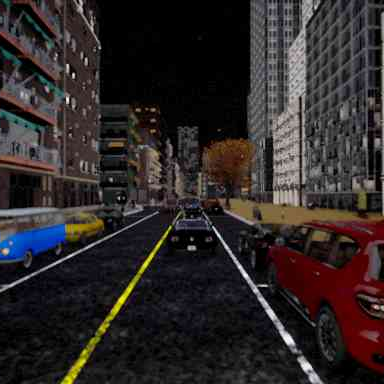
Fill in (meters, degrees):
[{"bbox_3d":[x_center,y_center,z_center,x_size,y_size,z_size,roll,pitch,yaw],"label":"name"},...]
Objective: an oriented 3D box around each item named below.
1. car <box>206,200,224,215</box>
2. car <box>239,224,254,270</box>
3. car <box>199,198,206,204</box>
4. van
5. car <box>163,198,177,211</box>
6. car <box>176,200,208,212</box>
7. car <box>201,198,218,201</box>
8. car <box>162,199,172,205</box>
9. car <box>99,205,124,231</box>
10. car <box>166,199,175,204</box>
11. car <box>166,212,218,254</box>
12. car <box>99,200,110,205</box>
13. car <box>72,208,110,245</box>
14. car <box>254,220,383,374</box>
[{"bbox_3d":[2.685,1.953,38.804,1.947,1.339,4.313,0,-1,0],"label":"car"},{"bbox_3d":[2.691,1.674,11.191,1.947,1.339,4.313,0,-1,0],"label":"car"},{"bbox_3d":[2.674,2.445,87.948,1.752,1.417,4.829,0,-1,0],"label":"car"},{"bbox_3d":[-5.690,1.449,11.192,1.690,1.788,3.998,0,-1,0],"label":"van"},{"bbox_3d":[-3.013,1.850,49.674,2.097,1.767,4.553,0,0,0],"label":"car"},{"bbox_3d":[-0.001,1.782,29.308,2.128,1.511,4.902,0,0,0],"label":"car"},{"bbox_3d":[2.684,1.760,44.330,2.192,1.841,5.009,0,-1,0],"label":"car"},{"bbox_3d":[-5.703,2.343,76.712,2.008,1.369,4.403,0,-1,0],"label":"car"},{"bbox_3d":[-5.693,1.783,22.235,1.947,1.339,4.313,0,-1,0],"label":"car"},{"bbox_3d":[-5.706,2.468,87.777,2.008,1.369,4.403,0,-1,0],"label":"car"},{"bbox_3d":[-0.001,1.737,14.114,1.895,1.301,4.718,0,-1,0],"label":"car"},{"bbox_3d":[-16.436,1.921,57.307,4.403,1.369,2.008,1,-1,-1],"label":"car"},{"bbox_3d":[-5.691,1.686,16.543,1.752,1.417,4.829,0,-1,0],"label":"car"},{"bbox_3d":[2.692,1.370,5.672,2.192,1.841,5.009,0,-1,0],"label":"car"}]
